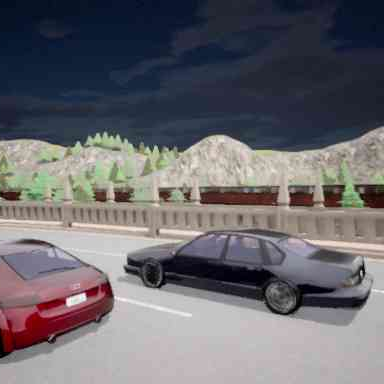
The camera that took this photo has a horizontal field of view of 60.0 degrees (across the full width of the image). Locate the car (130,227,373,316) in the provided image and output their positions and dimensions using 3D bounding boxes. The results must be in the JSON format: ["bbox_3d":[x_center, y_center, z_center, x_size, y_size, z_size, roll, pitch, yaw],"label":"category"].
[{"bbox_3d":[0.954,1.517,7.403,5.357,1.411,2.033,0,0,33],"label":"car"}]

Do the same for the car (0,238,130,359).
[{"bbox_3d":[-3.399,1.550,5.945,4.181,1.385,1.994,0,0,32],"label":"car"}]
